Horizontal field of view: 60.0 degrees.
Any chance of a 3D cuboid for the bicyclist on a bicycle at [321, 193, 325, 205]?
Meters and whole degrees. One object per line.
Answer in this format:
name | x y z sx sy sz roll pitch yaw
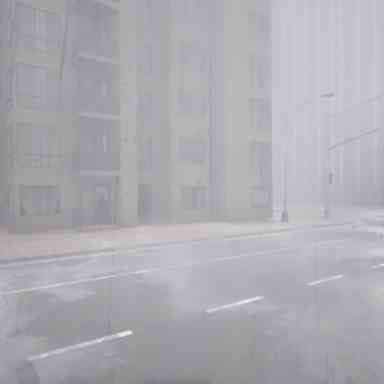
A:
bicyclist on a bicycle | 19.160 1.017 47.982 1.656 1.620 0.582 -1 0 -34
